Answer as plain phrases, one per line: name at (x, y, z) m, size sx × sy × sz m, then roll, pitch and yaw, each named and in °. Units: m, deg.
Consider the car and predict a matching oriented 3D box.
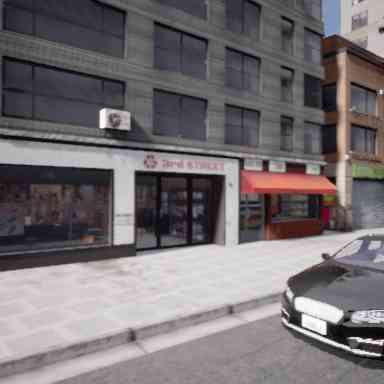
car at (3.655, 1.540, 5.921) m, size 4.902 × 1.511 × 2.128 m, roll 0°, pitch 0°, yaw -35°
